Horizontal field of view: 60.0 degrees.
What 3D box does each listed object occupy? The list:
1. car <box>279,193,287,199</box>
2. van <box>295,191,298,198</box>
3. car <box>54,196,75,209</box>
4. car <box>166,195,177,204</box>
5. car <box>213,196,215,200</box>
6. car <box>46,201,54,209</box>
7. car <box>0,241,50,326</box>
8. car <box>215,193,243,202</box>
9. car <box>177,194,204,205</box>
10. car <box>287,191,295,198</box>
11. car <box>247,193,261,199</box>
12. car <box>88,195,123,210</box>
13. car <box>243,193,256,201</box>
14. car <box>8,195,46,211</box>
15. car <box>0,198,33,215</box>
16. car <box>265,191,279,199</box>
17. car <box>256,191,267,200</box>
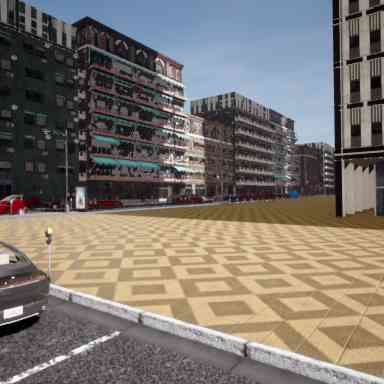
[{"bbox_3d":[19.670,0.938,77.147,2.008,1.369,4.403,-1,0,36],"label":"car"},{"bbox_3d":[26.176,0.654,86.084,1.690,1.788,3.998,-1,0,36],"label":"van"},{"bbox_3d":[-13.923,1.178,40.865,2.097,1.767,4.553,-1,0,36],"label":"car"},{"bbox_3d":[-2.372,1.206,56.630,1.812,1.442,4.674,-1,0,37],"label":"car"},{"bbox_3d":[6.388,1.028,73.144,1.967,1.590,4.097,-1,0,36],"label":"car"},{"bbox_3d":[-16.388,1.415,41.868,1.887,1.381,4.507,-1,0,36],"label":"car"},{"bbox_3d":[-4.419,1.553,6.221,4.403,1.369,2.008,0,-1,36],"label":"car"},{"bbox_3d":[6.655,1.093,59.274,2.008,1.369,4.403,-1,0,36],"label":"car"},{"bbox_3d":[0.146,1.062,50.338,1.967,1.590,4.097,-1,0,36],"label":"car"},{"bbox_3d":[22.925,0.931,81.616,1.802,1.307,4.206,-1,0,36],"label":"car"},{"bbox_3d":[16.152,1.040,86.550,1.947,1.339,4.313,-1,0,36],"label":"car"},{"bbox_3d":[-9.616,1.186,36.933,1.967,1.590,4.097,-1,0,36],"label":"car"},{"bbox_3d":[9.909,1.048,63.742,1.887,1.381,4.507,-1,0,36],"label":"car"},{"bbox_3d":[-19.644,1.228,37.399,2.192,1.841,5.009,-1,0,36],"label":"car"},{"bbox_3d":[-16.122,1.413,27.996,1.802,1.307,4.206,-1,0,36],"label":"car"},{"bbox_3d":[16.414,0.740,72.679,2.192,1.841,5.009,-1,0,36],"label":"car"},{"bbox_3d":[13.163,1.046,68.210,1.802,1.307,4.206,-1,0,36],"label":"car"}]
